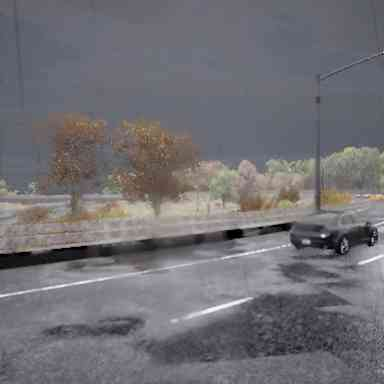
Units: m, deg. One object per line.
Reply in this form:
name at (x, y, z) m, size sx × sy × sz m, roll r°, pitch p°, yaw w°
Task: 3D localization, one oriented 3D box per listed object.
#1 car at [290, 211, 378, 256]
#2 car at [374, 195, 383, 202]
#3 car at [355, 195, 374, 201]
car at (5.828, 1.525, 13.421) m, size 4.892 × 1.490 × 1.837 m, roll 0°, pitch 0°, yaw -43°
car at (42.625, 1.410, 76.026) m, size 1.882 × 1.535 × 5.008 m, roll 0°, pitch 0°, yaw 6°
car at (39.160, 1.425, 76.520) m, size 1.882 × 1.535 × 5.008 m, roll 0°, pitch 0°, yaw 6°
